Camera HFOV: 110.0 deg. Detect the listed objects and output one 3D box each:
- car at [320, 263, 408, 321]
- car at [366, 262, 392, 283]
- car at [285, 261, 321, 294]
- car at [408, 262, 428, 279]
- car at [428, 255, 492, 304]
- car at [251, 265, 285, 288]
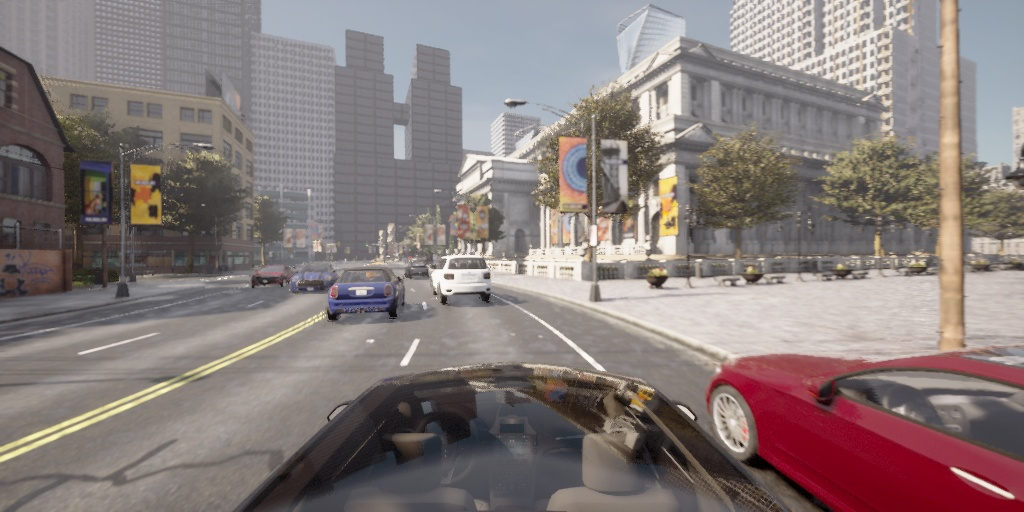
[{"bbox_3d":[-5.102,1.146,13.060,2.097,1.767,4.553,-1,0,-13],"label":"car"},{"bbox_3d":[-11.182,1.323,30.117,1.882,1.535,5.008,-1,0,-22],"label":"car"},{"bbox_3d":[-11.637,1.202,21.411,2.097,1.767,4.553,-1,0,-21],"label":"car"},{"bbox_3d":[-9.135,1.316,34.437,2.128,1.511,4.902,-1,0,-22],"label":"car"},{"bbox_3d":[-2.511,0.990,16.912,2.150,2.045,5.566,0,0,-18],"label":"car"},{"bbox_3d":[-17.073,1.383,25.777,1.882,1.535,5.008,-1,0,-22],"label":"car"}]
